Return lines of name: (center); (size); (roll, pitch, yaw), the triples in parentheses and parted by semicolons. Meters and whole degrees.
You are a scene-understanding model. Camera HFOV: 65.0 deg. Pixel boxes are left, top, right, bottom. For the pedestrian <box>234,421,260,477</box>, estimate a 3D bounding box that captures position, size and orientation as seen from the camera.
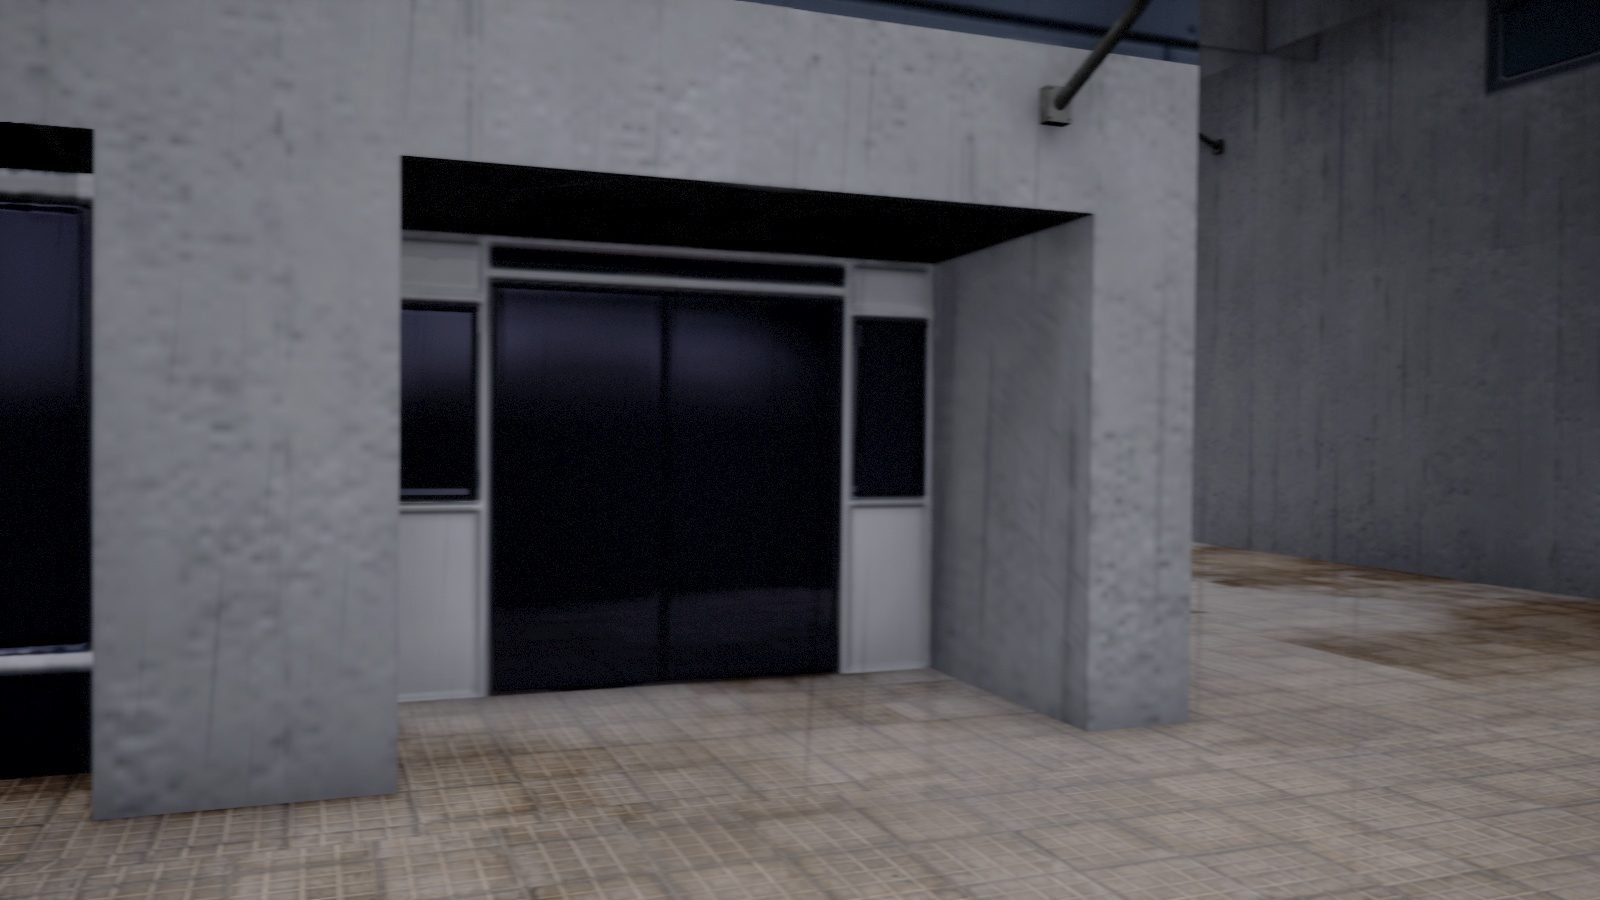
pedestrian: (-19.263, -0.045, 43.750); (0.788, 1.949, 0.423); (-1, 1, -21)
